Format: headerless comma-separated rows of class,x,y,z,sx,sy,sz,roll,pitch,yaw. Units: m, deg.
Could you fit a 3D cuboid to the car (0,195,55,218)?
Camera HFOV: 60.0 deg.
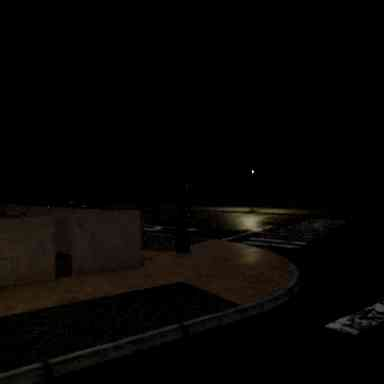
car,-12.733,1.160,24.859,4.718,1.301,1.895,1,1,31

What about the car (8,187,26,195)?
car,-22.498,0.427,41.943,5.566,2.045,2.150,1,1,30

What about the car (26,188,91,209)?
car,-10.874,0.741,27.517,5.566,2.045,2.150,1,1,31

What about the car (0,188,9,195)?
car,-24.326,0.595,39.247,4.553,1.767,2.097,1,1,30
